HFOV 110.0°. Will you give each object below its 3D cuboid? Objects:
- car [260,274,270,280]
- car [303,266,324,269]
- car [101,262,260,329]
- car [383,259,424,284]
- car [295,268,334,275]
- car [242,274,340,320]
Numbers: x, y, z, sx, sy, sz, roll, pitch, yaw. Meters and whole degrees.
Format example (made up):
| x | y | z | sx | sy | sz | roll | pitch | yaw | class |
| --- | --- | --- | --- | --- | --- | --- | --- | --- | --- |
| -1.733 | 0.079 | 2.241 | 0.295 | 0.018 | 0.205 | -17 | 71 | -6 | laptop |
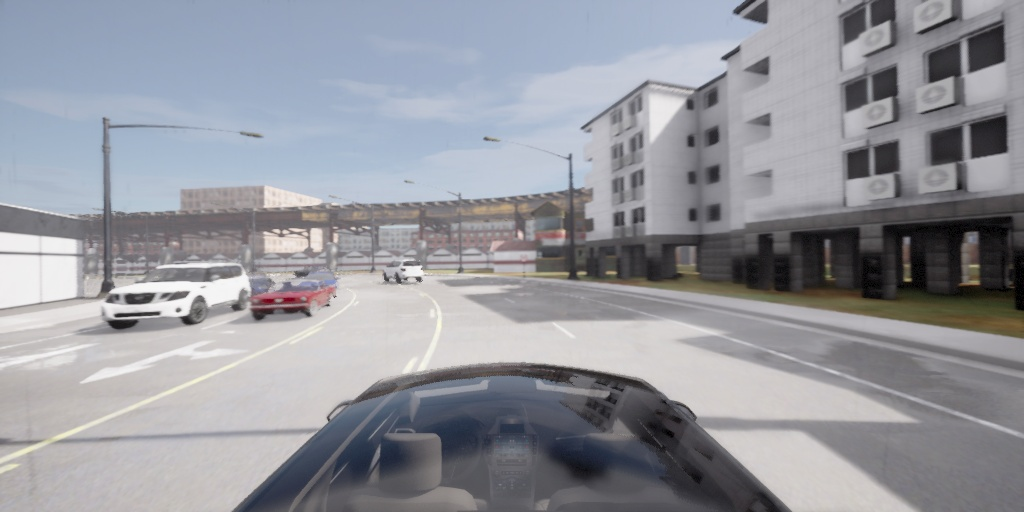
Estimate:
| x | y | z | sx | sy | sz | roll | pitch | yaw | class |
| --- | --- | --- | --- | --- | --- | --- | --- | --- | --- |
| -14.620 | 1.721 | 20.253 | 1.994 | 1.385 | 4.181 | -1 | 0 | -27 | car |
| -24.929 | 2.009 | 44.641 | 4.902 | 1.511 | 2.128 | -1 | -1 | 26 | car |
| -11.815 | 1.274 | 13.243 | 2.150 | 2.045 | 5.566 | -1 | 0 | -16 | car |
| -9.974 | 1.364 | 32.657 | 2.150 | 2.045 | 5.566 | -1 | -1 | -37 | car |
| -10.898 | 1.611 | 20.475 | 1.812 | 1.442 | 4.674 | -1 | 0 | -23 | car |
| -8.447 | 1.599 | 14.224 | 1.895 | 1.301 | 4.718 | -1 | 0 | -16 | car |
